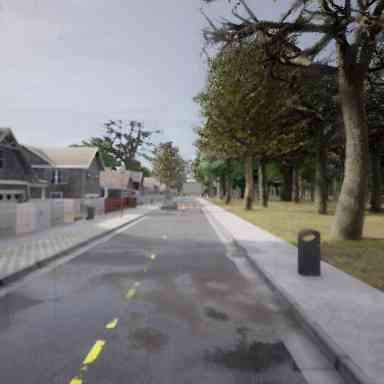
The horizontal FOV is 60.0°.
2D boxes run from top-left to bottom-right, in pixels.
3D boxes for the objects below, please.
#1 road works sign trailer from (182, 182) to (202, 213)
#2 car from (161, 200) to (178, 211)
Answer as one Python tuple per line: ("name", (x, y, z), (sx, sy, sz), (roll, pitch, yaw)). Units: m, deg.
("road works sign trailer", (0.007, 0.592, 38.824), (2.380, 3.560, 2.880), (0, 0, 0))
("car", (-2.826, 1.704, 42.293), (1.994, 1.385, 4.181), (0, 0, 0))
